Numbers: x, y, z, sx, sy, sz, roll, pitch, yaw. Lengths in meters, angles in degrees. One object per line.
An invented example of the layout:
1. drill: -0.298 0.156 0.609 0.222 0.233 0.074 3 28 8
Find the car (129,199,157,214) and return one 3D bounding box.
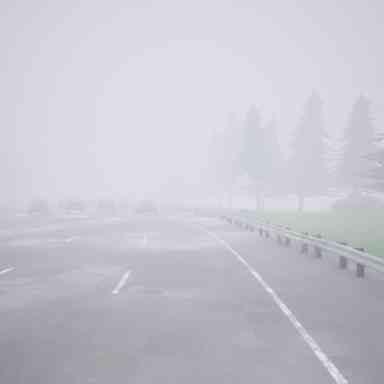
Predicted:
1. car: -5.052 1.566 35.238 1.994 1.385 4.181 0 0 -19

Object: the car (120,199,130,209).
1. car: -8.742 1.603 44.476 1.895 1.301 4.718 0 0 -25

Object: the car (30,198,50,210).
1. car: -20.192 1.550 43.994 2.033 1.411 5.357 0 0 -29

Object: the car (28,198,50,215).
1. car: -15.865 1.549 34.584 2.033 1.411 5.357 0 0 -21

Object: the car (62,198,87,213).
1. car: -13.413 1.480 37.786 1.882 1.535 5.008 0 0 -23

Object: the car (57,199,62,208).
1. car: -17.864 1.603 46.988 1.895 1.301 4.718 0 0 -29

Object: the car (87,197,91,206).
1. car: -15.064 1.528 49.100 1.812 1.442 4.674 0 0 -29

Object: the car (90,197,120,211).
1. car: -10.482 1.493 39.810 2.128 1.511 4.902 0 0 -24
